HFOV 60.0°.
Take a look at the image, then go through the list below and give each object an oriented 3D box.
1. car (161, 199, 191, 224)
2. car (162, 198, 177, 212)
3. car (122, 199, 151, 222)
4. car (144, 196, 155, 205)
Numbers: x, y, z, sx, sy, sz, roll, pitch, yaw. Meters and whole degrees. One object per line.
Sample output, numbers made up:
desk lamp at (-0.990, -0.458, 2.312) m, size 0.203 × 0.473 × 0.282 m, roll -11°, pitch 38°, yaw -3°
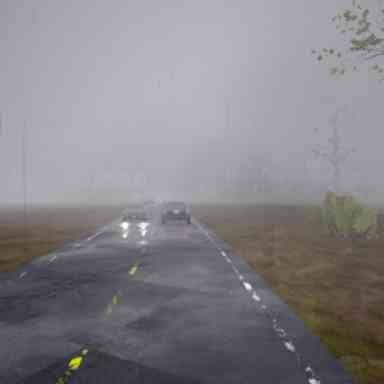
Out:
car at (-1.284, 1.449, 25.567) m, size 2.097 × 1.767 × 4.553 m, roll 0°, pitch 0°, yaw -5°
car at (-2.976, 1.644, 43.235) m, size 1.882 × 1.535 × 5.008 m, roll 0°, pitch 0°, yaw -6°
car at (-4.673, 1.617, 27.828) m, size 1.837 × 1.490 × 4.892 m, roll 0°, pitch 0°, yaw -5°
car at (-8.294, 1.613, 65.552) m, size 2.097 × 1.767 × 4.553 m, roll 0°, pitch 0°, yaw -5°
